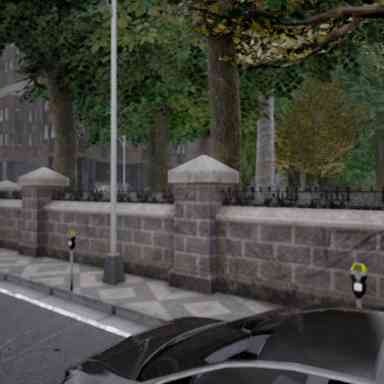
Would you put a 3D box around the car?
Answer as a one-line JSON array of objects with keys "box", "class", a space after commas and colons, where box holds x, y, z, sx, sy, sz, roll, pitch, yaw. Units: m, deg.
[{"box": [0.862, 1.565, 2.350, 4.313, 1.339, 1.947, 0, 0, 36], "class": "car"}]
